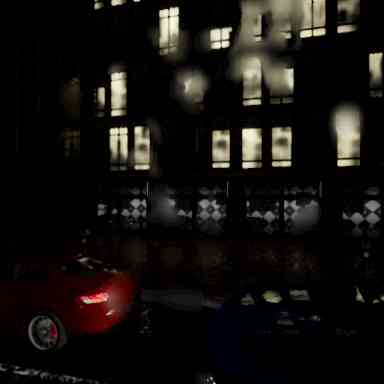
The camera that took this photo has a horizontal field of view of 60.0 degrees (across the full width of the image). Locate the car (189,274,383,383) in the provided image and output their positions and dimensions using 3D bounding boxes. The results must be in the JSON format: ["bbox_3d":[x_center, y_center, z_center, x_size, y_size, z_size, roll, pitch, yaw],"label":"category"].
[{"bbox_3d":[2.704,1.234,2.135,5.566,2.045,2.150,0,0,17],"label":"car"}]

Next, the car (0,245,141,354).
[{"bbox_3d":[-2.934,1.595,5.678,4.206,1.307,1.802,0,0,17],"label":"car"}]
